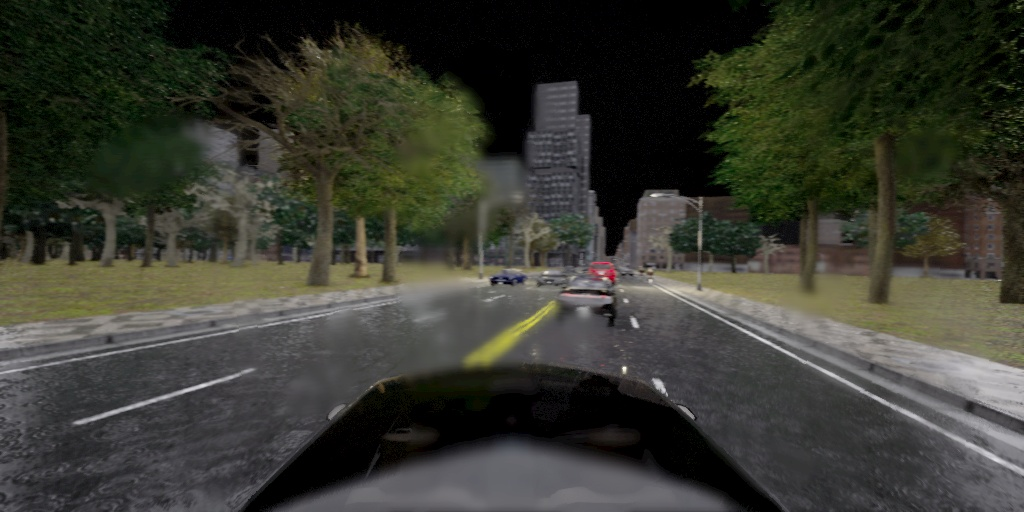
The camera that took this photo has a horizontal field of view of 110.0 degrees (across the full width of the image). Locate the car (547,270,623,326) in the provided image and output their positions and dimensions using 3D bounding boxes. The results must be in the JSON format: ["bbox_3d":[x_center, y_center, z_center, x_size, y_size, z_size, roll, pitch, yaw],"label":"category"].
[{"bbox_3d":[2.795,1.461,12.968,2.128,1.511,4.902,2,-1,15],"label":"car"}]

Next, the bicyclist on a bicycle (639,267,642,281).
[{"bbox_3d":[14.542,2.072,40.323,0.659,1.776,1.843,2,-1,15],"label":"bicyclist on a bicycle"}]

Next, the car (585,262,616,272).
[{"bbox_3d":[7.903,1.588,31.449,2.150,2.045,5.566,2,-1,15],"label":"car"}]

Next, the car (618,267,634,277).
[{"bbox_3d":[18.472,2.670,57.556,1.895,1.301,4.718,2,-1,16],"label":"car"}]

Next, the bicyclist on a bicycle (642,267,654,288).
[{"bbox_3d":[12.092,1.872,31.446,0.659,1.776,1.843,2,-1,15],"label":"bicyclist on a bicycle"}]

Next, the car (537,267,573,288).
[{"bbox_3d":[3.204,1.728,27.418,1.994,1.385,4.181,2,-1,15],"label":"car"}]

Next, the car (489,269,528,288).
[{"bbox_3d":[-0.215,1.653,27.250,1.895,1.301,4.718,2,-1,15],"label":"car"}]
